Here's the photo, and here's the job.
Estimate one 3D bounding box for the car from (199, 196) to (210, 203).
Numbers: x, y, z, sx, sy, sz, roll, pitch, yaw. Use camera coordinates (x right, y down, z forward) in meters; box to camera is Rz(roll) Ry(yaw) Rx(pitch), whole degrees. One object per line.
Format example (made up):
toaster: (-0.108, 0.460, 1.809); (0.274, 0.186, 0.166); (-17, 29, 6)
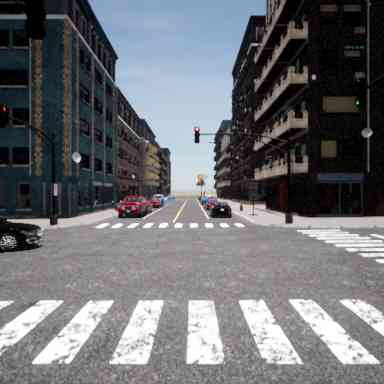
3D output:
car: (2.579, 1.508, 69.063); (2.008, 1.369, 4.403); (0, 0, 0)

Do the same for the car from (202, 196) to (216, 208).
car: (2.574, 1.563, 41.303); (1.802, 1.307, 4.206); (0, 0, 0)

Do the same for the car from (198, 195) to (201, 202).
car: (2.577, 1.407, 57.959); (1.967, 1.590, 4.097); (0, 0, 0)

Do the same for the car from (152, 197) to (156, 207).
car: (-5.308, 1.529, 35.752); (1.887, 1.381, 4.507); (0, 0, 0)

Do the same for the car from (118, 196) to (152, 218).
car: (-5.308, 1.303, 30.200); (2.192, 1.841, 5.009); (0, 0, 0)

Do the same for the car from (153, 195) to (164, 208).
car: (-5.305, 1.521, 46.856); (1.887, 1.381, 4.507); (0, 0, 0)

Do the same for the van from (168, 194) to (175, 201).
van: (-5.298, 1.279, 85.720); (1.690, 1.788, 3.998); (0, 0, 0)

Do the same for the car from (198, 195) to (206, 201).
car: (2.581, 1.483, 85.719); (1.887, 1.381, 4.507); (0, 0, 0)

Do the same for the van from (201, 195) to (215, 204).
van: (2.575, 1.317, 46.855); (1.690, 1.788, 3.998); (0, 0, 0)

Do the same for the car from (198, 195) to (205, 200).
car: (2.582, 1.476, 91.272); (1.887, 1.381, 4.507); (0, 0, 0)

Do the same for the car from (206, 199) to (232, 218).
car: (2.572, 1.554, 30.199); (1.947, 1.339, 4.313); (0, 0, 0)

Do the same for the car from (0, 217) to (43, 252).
car: (-8.658, 1.590, 13.325); (4.892, 1.490, 1.837); (-1, 1, -11)
